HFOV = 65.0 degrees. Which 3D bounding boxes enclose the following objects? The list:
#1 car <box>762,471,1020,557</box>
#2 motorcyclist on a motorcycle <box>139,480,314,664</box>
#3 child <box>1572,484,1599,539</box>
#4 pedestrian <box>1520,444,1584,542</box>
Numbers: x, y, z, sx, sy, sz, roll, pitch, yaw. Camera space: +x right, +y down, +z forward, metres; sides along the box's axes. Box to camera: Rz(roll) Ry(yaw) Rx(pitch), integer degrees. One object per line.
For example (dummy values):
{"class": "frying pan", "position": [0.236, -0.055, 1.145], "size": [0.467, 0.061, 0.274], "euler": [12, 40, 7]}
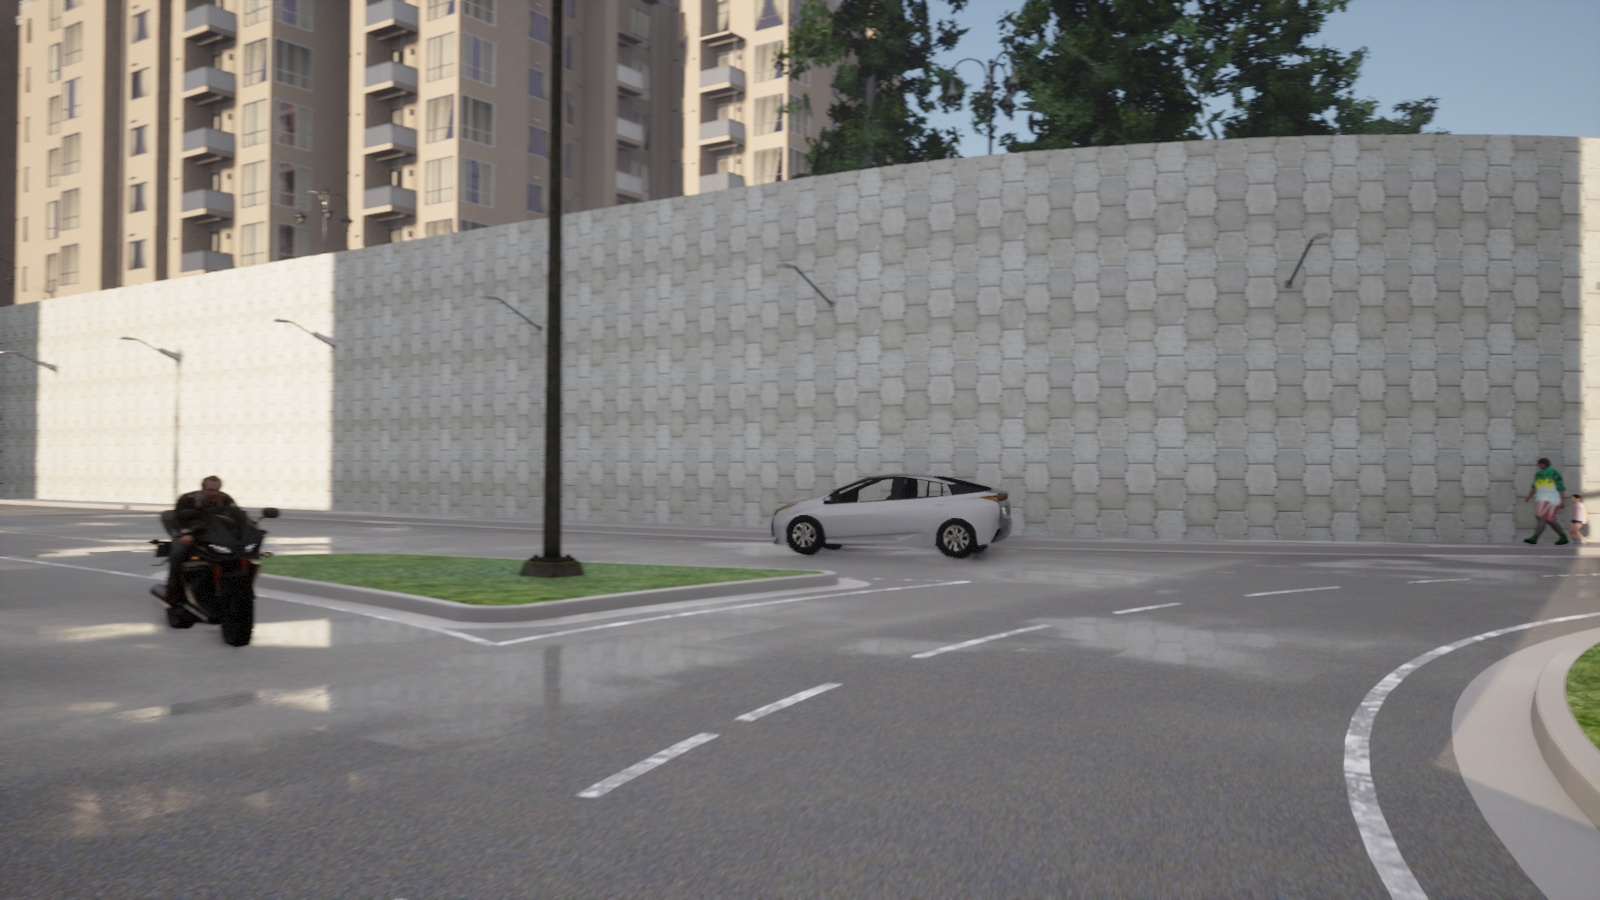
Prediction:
{"class": "car", "position": [1.752, 1.158, 23.774], "size": [4.514, 1.525, 2.007], "euler": [0, -1, 18]}
{"class": "motorcyclist on a motorcycle", "position": [-5.383, 1.057, 11.704], "size": [0.866, 1.530, 2.191], "euler": [0, -1, -42]}
{"class": "child", "position": [16.051, 1.250, 25.638], "size": [0.394, 1.110, 0.255], "euler": [0, -1, -4]}
{"class": "pedestrian", "position": [15.315, 0.871, 25.592], "size": [0.873, 1.952, 0.659], "euler": [0, -1, -4]}
